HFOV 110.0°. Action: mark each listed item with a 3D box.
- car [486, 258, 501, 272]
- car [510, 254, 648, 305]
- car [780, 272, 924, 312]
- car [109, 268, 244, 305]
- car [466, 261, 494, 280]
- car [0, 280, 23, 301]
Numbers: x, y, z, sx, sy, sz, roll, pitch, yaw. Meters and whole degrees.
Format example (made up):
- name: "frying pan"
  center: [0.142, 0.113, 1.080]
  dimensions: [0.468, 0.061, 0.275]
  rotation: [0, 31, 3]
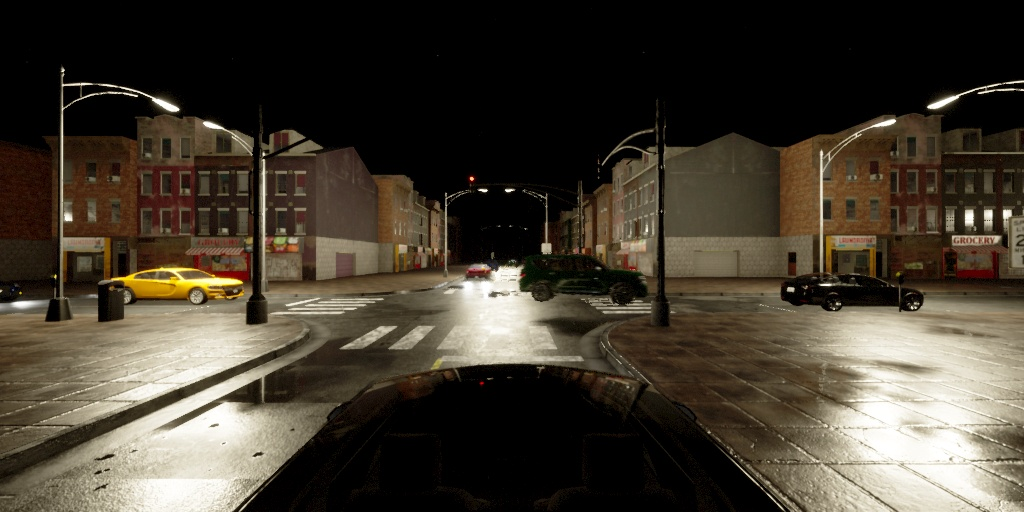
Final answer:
- name: "car"
  center: [-2.830, 1.254, 47.916]
  dimensions: [1.882, 1.535, 5.008]
  rotation: [0, 0, 0]
- name: "car"
  center: [3.003, 0.959, 15.809]
  dimensions: [5.566, 2.045, 2.150]
  rotation: [0, 1, 17]
- name: "car"
  center: [12.357, 1.266, 13.210]
  dimensions: [4.313, 1.339, 1.948]
  rotation: [0, 0, 0]
- name: "car"
  center: [-14.589, 1.270, 15.759]
  dimensions: [5.008, 1.535, 1.882]
  rotation: [0, 0, 2]
- name: "car"
  center: [-2.842, 1.363, 30.813]
  dimensions: [1.895, 1.301, 4.718]
  rotation: [0, 0, 0]
- name: "car"
  center: [-24.593, 1.391, 15.788]
  dimensions: [4.181, 1.385, 1.994]
  rotation: [0, 0, 0]
